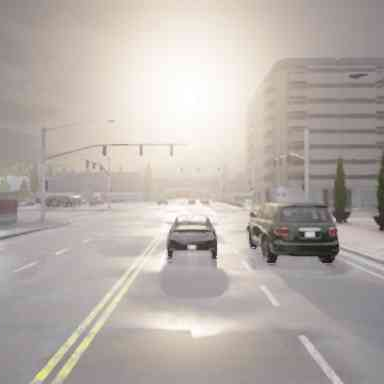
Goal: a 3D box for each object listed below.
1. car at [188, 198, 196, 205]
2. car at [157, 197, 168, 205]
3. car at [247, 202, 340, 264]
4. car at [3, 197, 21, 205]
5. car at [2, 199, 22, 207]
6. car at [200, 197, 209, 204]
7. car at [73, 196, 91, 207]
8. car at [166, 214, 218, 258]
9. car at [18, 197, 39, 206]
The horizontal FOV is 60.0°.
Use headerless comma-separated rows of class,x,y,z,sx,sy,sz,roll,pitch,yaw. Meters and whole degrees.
car,-0.005,2.450,86.446,1.882,1.535,5.008,0,-1,0
car,-7.005,2.122,79.642,2.150,2.045,5.566,0,-1,0
car,3.507,1.367,12.530,2.150,2.045,5.566,0,0,0
car,-43.613,2.062,80.666,1.932,1.855,4.605,0,-1,0
car,-35.431,2.103,65.625,1.784,1.438,3.905,0,-1,0
car,3.495,2.497,86.708,1.812,1.442,4.674,0,-1,0
car,-26.715,2.304,80.695,1.970,1.475,3.806,0,-1,0
car,0.017,1.646,13.475,2.128,1.511,4.902,0,0,0
car,-32.536,2.135,65.614,1.970,1.475,3.806,0,-1,0
